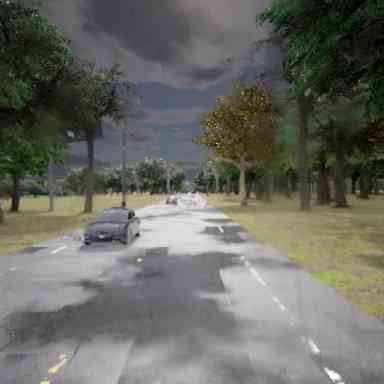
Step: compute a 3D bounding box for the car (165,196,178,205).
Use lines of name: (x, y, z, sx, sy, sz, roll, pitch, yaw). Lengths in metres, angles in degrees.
car: (-3.533, 1.424, 57.162, 2.128, 1.511, 4.902, 0, 0, 1)

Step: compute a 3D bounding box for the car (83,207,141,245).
car: (-3.596, 1.529, 15.631, 1.837, 1.490, 4.892, 0, 0, 0)
